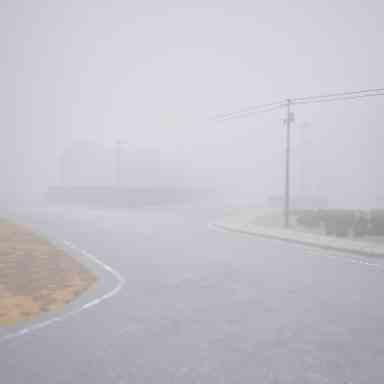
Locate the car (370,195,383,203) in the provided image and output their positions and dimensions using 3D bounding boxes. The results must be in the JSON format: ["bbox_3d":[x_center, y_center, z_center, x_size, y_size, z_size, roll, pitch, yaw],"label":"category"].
[{"bbox_3d":[37.218,1.388,65.245,3.905,1.438,1.784,1,1,19],"label":"car"}]
